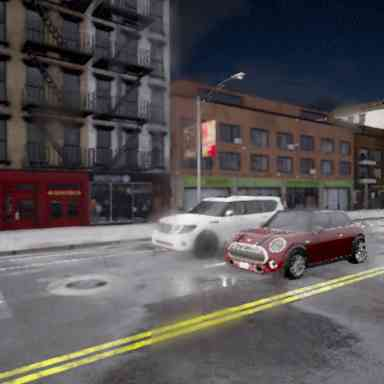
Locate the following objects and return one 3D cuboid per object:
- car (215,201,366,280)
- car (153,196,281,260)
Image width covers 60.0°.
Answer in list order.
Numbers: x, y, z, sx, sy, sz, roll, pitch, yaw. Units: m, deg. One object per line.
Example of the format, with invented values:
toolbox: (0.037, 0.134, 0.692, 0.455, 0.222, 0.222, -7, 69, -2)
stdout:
car: (3.177, 1.307, 9.940, 4.553, 1.767, 2.097, 0, 0, -35)
car: (1.294, 1.176, 12.589, 5.566, 2.045, 2.150, 0, 0, -35)
